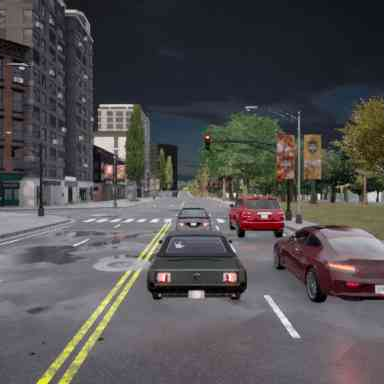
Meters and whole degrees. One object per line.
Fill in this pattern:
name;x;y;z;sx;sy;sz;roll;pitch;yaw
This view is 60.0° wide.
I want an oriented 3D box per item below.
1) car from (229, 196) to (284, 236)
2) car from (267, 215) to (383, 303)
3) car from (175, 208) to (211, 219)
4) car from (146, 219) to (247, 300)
car;3.317;1.217;17.898;2.150;2.045;5.566;0;0;0
car;3.338;1.524;8.085;1.812;1.442;4.674;0;0;0
car;0.068;1.543;17.938;2.033;1.411;5.357;0;0;0
car;0.085;1.599;8.346;1.895;1.301;4.718;0;0;0
